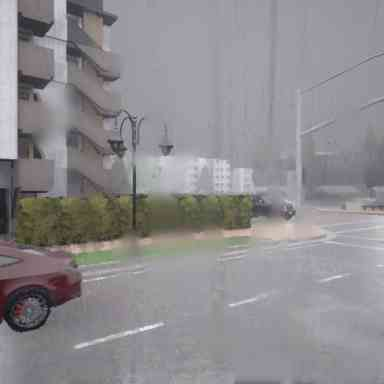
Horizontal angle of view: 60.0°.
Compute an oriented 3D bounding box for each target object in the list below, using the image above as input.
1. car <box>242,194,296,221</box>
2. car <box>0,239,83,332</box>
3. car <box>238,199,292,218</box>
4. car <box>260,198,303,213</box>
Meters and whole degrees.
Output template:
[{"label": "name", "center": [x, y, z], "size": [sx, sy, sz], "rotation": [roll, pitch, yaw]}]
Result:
[{"label": "car", "center": [5.740, 1.221, 27.303], "size": [2.150, 2.045, 5.566], "rotation": [0, 0, -38]}, {"label": "car", "center": [-4.175, 1.526, 5.311], "size": [4.674, 1.442, 1.812], "rotation": [0, 0, -36]}, {"label": "car", "center": [6.845, 1.478, 31.621], "size": [1.882, 1.535, 5.008], "rotation": [0, 0, -37]}, {"label": "car", "center": [10.305, 1.526, 38.681], "size": [1.812, 1.442, 4.674], "rotation": [0, 0, -37]}]
